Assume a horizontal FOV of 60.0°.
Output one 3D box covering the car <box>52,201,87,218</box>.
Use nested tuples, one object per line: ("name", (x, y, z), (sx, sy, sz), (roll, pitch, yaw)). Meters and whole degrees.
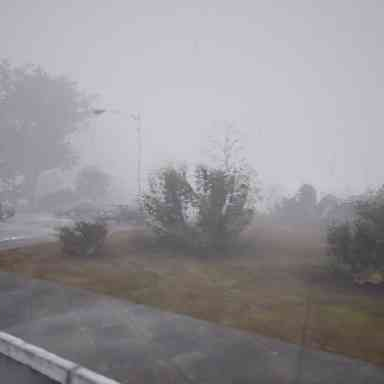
("car", (-11.081, 1.671, 31.809), (1.837, 1.490, 4.892), (1, -2, 23))

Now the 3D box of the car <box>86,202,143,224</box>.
("car", (-5.572, 1.691, 26.405), (2.033, 1.411, 5.357), (1, -2, 23))

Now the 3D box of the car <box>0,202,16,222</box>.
("car", (-14.704, 1.366, 23.077), (2.128, 1.511, 4.902), (1, -1, 23))

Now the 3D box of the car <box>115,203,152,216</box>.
("car", (-7.145, 2.132, 41.298), (2.128, 1.511, 4.902), (1, -2, 23))
